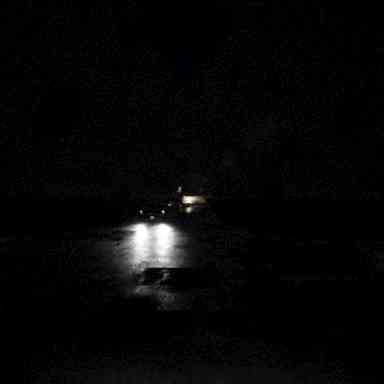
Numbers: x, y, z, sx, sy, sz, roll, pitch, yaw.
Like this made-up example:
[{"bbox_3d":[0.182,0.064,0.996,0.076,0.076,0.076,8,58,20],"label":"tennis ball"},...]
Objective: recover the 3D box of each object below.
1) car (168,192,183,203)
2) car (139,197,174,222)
[{"bbox_3d":[-2.360,0.792,48.429,1.882,1.535,5.008,0,1,0],"label":"car"},{"bbox_3d":[-2.560,1.315,23.729,1.895,1.301,4.718,0,1,0],"label":"car"}]
